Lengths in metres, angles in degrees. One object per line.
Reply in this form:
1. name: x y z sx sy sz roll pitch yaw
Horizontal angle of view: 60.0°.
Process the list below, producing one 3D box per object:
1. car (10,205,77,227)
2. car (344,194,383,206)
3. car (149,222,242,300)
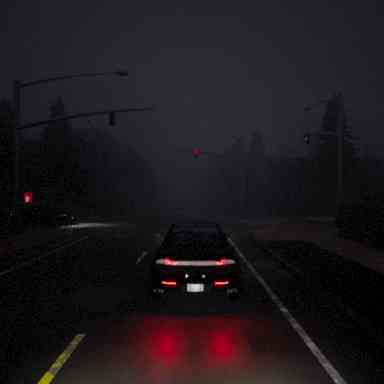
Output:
1. car: -10.152 1.594 22.874 4.181 1.385 1.994 0 0 4
2. car: 15.864 1.221 28.885 5.566 2.045 2.150 0 0 -8
3. car: 0.079 1.497 8.356 2.128 1.511 4.902 0 0 0
